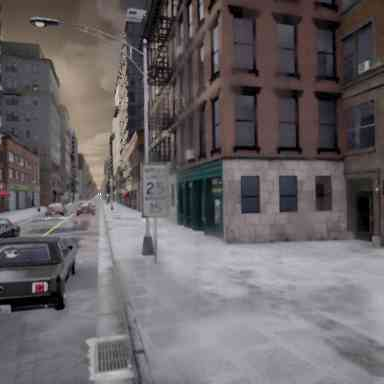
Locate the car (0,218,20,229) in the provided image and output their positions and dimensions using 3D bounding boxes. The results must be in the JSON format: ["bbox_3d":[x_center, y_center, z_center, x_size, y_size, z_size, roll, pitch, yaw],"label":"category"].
[{"bbox_3d":[-8.686,1.784,13.898,1.895,1.301,4.718,-1,0,-15],"label":"car"}]

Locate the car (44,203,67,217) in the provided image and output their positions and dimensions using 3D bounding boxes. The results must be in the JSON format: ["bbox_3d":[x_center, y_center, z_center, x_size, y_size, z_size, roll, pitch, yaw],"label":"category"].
[{"bbox_3d":[-14.820,1.928,36.313,1.812,1.442,4.674,-1,0,-15],"label":"car"}]

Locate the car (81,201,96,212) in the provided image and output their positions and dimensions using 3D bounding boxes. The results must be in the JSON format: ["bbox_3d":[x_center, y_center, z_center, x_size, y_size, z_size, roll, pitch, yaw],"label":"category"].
[{"bbox_3d":[-14.630,2.003,47.095,1.812,1.442,4.674,-1,0,-15],"label":"car"}]

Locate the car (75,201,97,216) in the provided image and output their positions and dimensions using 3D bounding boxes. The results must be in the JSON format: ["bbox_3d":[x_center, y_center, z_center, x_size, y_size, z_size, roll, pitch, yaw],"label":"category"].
[{"bbox_3d":[-11.852,1.885,37.194,1.812,1.442,4.674,-1,0,-15],"label":"car"}]

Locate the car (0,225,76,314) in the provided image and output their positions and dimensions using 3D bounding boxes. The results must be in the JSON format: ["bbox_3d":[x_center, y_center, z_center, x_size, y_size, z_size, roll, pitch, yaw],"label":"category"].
[{"bbox_3d":[-3.736,1.672,7.621,1.895,1.301,4.718,-1,0,-15],"label":"car"}]
